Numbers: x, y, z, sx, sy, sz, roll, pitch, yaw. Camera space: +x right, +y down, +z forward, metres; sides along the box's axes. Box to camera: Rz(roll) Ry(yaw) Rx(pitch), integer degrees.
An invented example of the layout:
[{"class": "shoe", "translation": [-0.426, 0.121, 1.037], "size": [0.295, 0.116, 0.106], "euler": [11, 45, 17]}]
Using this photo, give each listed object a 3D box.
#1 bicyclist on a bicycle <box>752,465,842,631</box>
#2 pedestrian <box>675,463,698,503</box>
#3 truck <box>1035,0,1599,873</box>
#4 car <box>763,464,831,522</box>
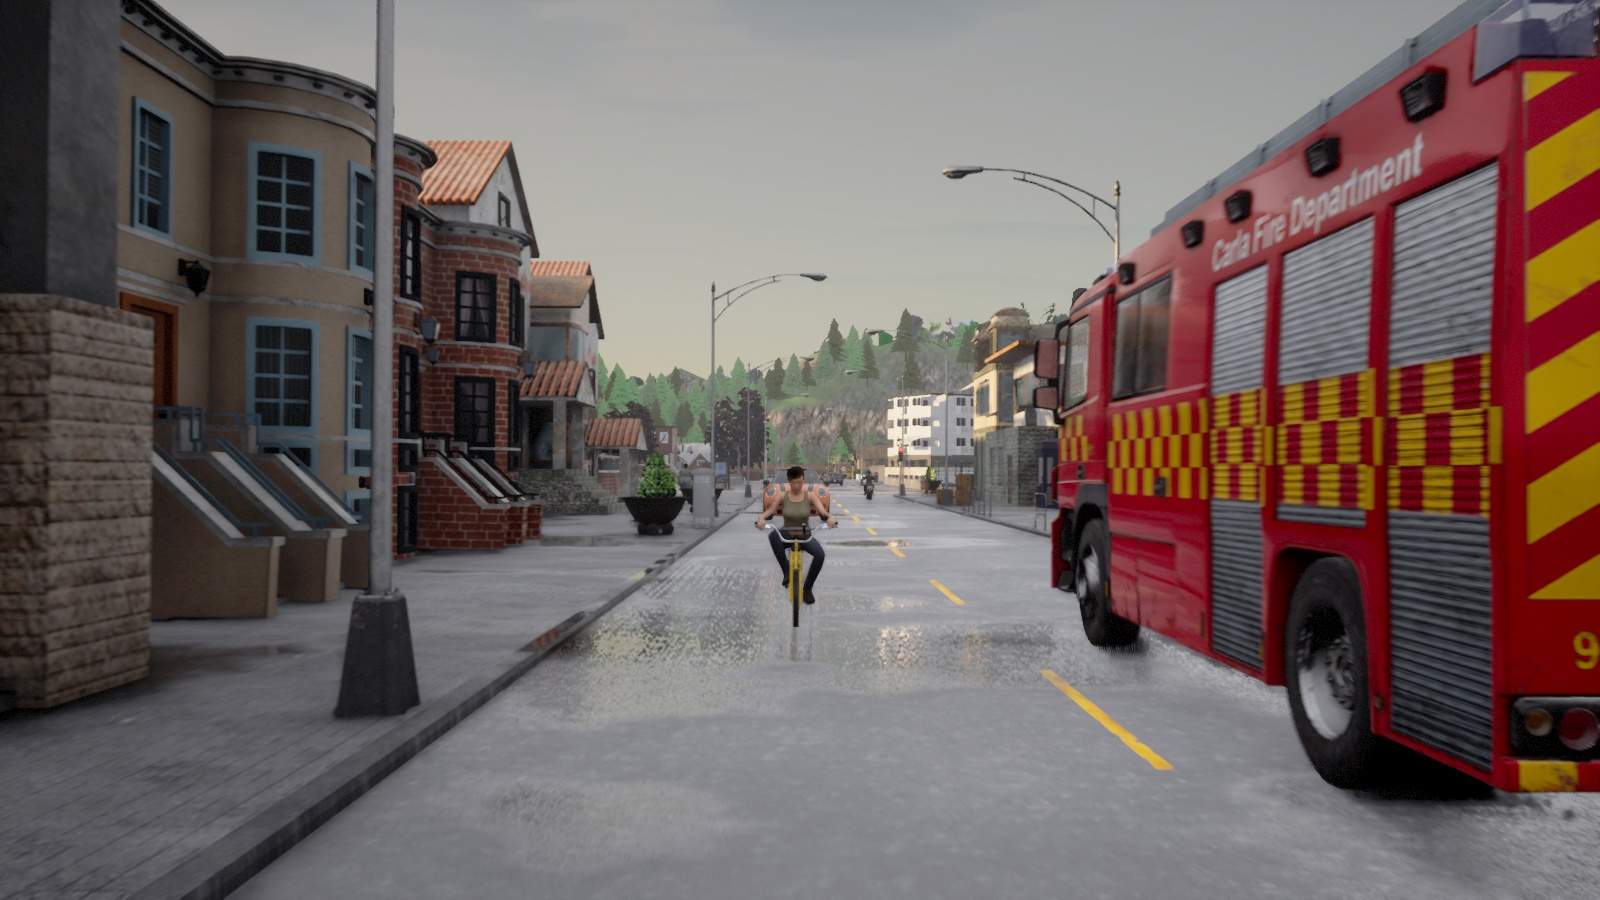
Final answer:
[{"class": "bicyclist on a bicycle", "translation": [-0.032, 0.971, 13.028], "size": [0.866, 1.612, 1.509], "euler": [0, -1, 0]}, {"class": "pedestrian", "translation": [-5.327, 1.536, 58.853], "size": [0.874, 1.855, 0.900], "euler": [0, -1, 10]}, {"class": "truck", "translation": [3.973, -0.212, 9.127], "size": [2.891, 3.827, 8.468], "euler": [0, -1, 0]}, {"class": "car", "translation": [-0.101, 1.362, 40.914], "size": [2.097, 1.767, 4.553], "euler": [0, -1, 0]}]
